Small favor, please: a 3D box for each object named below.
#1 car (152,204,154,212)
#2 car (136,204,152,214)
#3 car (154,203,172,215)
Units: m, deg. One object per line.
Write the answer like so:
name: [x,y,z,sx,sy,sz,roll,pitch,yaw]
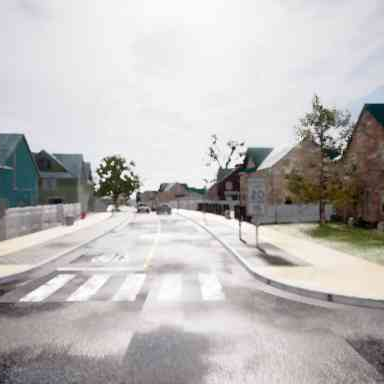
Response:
car: [-5.921,2.718,56.543,1.895,1.301,4.718,0,-2,-13]
car: [-7.420,2.486,50.256,1.812,1.442,4.674,0,-1,-10]
car: [-3.946,2.382,46.620,1.837,1.490,4.892,0,-1,-10]
